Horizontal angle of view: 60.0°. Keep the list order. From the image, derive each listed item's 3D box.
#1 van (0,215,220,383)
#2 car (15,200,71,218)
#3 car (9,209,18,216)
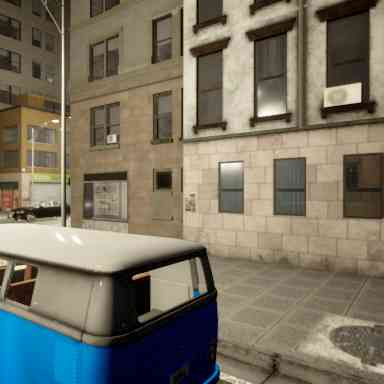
[{"bbox_3d":[-1.623,1.341,3.929,3.998,1.788,1.690,0,0,35],"label":"van"},{"bbox_3d":[-11.446,1.418,25.581,2.128,1.511,4.902,0,0,35],"label":"car"},{"bbox_3d":[-6.158,1.315,7.061,5.009,1.841,2.192,0,0,35],"label":"car"}]
